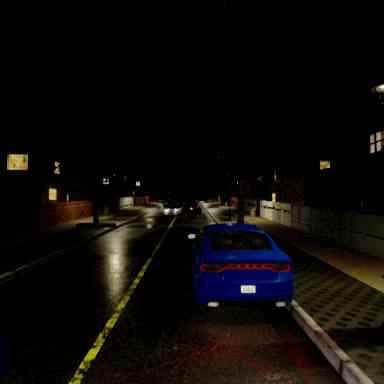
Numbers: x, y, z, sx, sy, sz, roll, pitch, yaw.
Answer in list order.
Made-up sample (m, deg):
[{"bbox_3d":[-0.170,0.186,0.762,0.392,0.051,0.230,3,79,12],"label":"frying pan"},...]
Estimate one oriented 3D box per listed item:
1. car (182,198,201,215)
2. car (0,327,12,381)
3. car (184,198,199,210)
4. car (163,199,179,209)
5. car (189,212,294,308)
[{"bbox_3d":[-0.039,1.608,34.765,1.994,1.385,4.181,0,0,1],"label":"car"},{"bbox_3d":[-2.752,1.602,1.149,1.895,1.301,4.718,0,0,0],"label":"car"},{"bbox_3d":[-0.080,1.563,44.645,1.837,1.490,4.892,0,0,0],"label":"car"},{"bbox_3d":[-2.895,1.625,47.009,1.994,1.385,4.181,0,0,0],"label":"car"},{"bbox_3d":[0.939,1.486,8.070,1.882,1.535,5.008,0,0,0],"label":"car"}]
